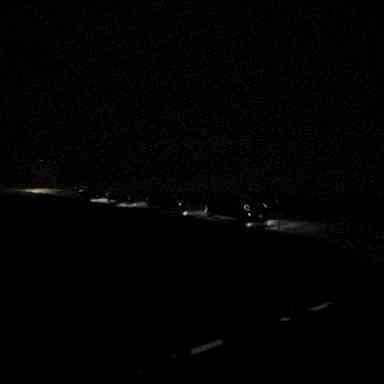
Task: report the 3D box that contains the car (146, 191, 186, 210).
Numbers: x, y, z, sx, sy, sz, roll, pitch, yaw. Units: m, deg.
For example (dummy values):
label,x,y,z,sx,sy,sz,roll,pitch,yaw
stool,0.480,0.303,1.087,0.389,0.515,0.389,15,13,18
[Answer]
label,x,y,z,sx,sy,sz,roll,pitch,yaw
car,-2.410,0.667,29.728,2.128,1.511,4.902,-4,4,-35

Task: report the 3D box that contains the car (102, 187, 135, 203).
label,x,y,z,sx,sy,sz,roll,pitch,yaw
car,-8.184,0.349,37.914,1.837,1.490,4.892,-4,4,-35

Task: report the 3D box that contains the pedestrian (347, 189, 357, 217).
label,x,y,z,sx,sy,sz,roll,pitch,yaw
pedestrian,10.473,0.687,21.827,0.375,1.860,0.375,-1,1,-35

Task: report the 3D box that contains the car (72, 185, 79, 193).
label,x,y,z,sx,sy,sz,roll,pitch,yaw
car,-20.226,-0.577,60.029,2.128,1.511,4.902,-4,4,-35

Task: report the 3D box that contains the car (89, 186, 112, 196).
label,x,y,z,sx,sy,sz,roll,pitch,yaw
car,-14.341,-0.169,51.714,1.895,1.301,4.718,-4,4,-35

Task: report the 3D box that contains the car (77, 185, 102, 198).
label,x,y,z,sx,sy,sz,roll,pitch,yaw
car,-13.954,0.125,46.144,1.895,1.301,4.718,-4,4,-35

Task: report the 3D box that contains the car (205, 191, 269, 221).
label,x,y,z,sx,sy,sz,roll,pitch,yaw
car,2.908,0.834,22.211,2.097,1.767,4.553,-4,4,-35
